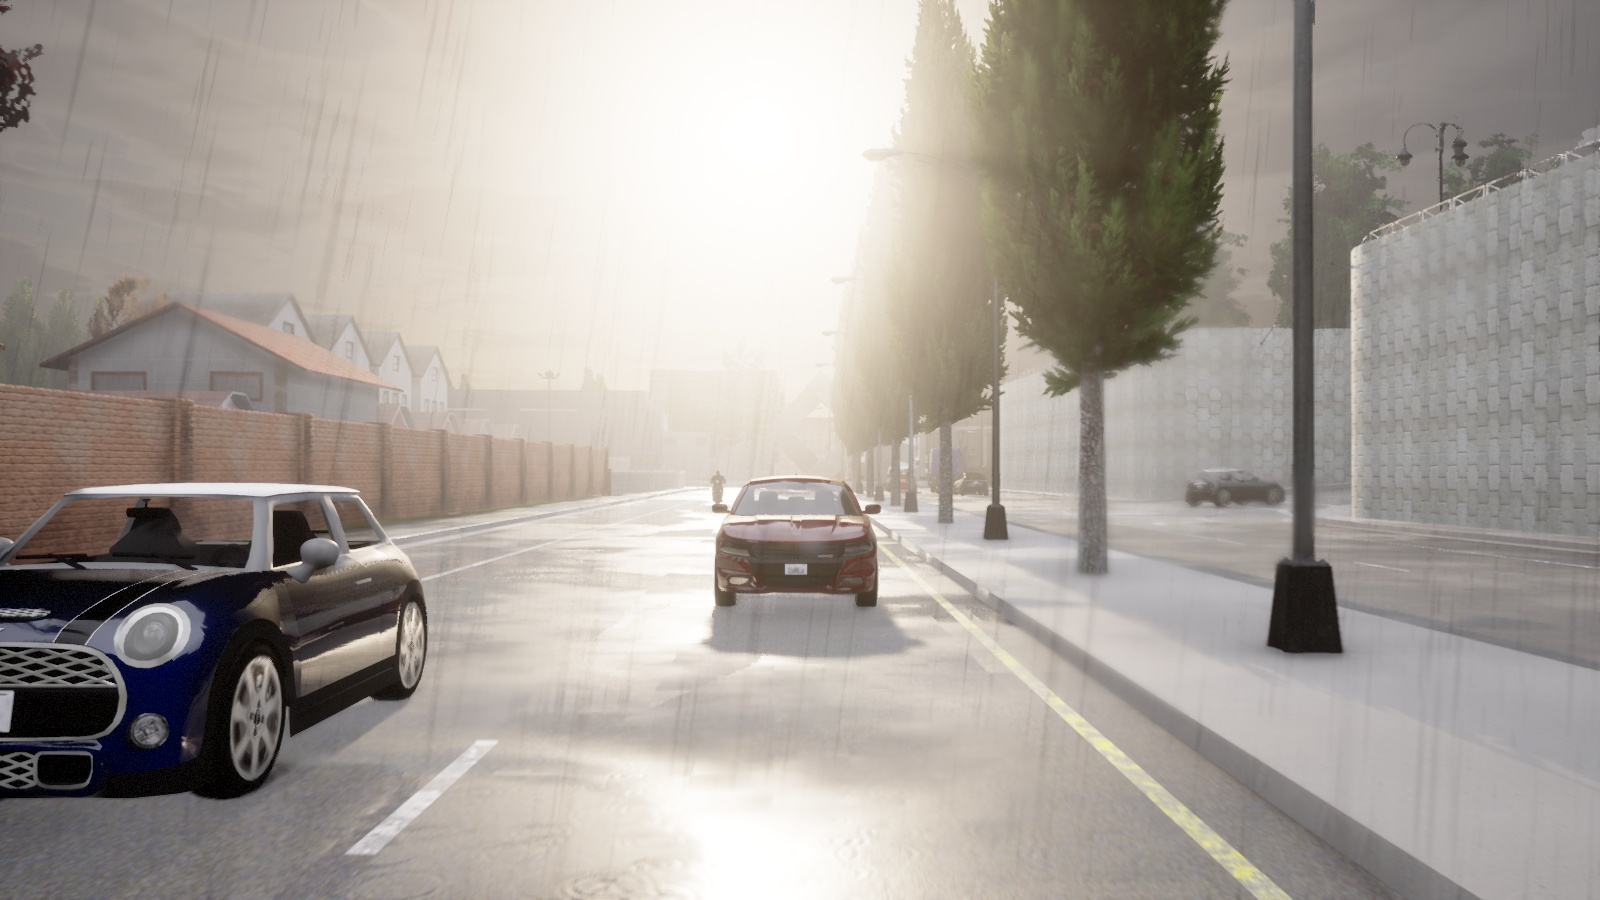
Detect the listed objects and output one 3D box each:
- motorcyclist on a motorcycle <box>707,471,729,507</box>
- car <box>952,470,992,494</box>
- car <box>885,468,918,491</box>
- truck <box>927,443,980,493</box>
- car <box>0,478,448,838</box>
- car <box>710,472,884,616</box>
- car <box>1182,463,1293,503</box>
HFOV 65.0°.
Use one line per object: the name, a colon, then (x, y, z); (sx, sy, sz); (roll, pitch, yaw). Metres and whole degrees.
motorcyclist on a motorcycle: (-3.635, 1.716, 55.779); (0.866, 1.590, 1.817); (0, -1, 0)
car: (11.300, 2.103, 82.827); (2.007, 1.525, 4.514); (0, -1, 0)
car: (7.788, 2.248, 96.790); (2.242, 1.667, 4.611); (0, -1, 0)
truck: (11.272, 1.342, 92.842); (2.891, 3.462, 7.936); (0, -1, 0)
car: (-3.518, 0.914, 7.149); (1.970, 1.475, 3.806); (0, -1, 0)
car: (-0.039, 1.062, 16.085); (1.882, 1.535, 5.008); (0, -1, 0)
car: (17.555, 1.333, 50.389); (3.806, 1.475, 1.970); (-1, -2, -22)
